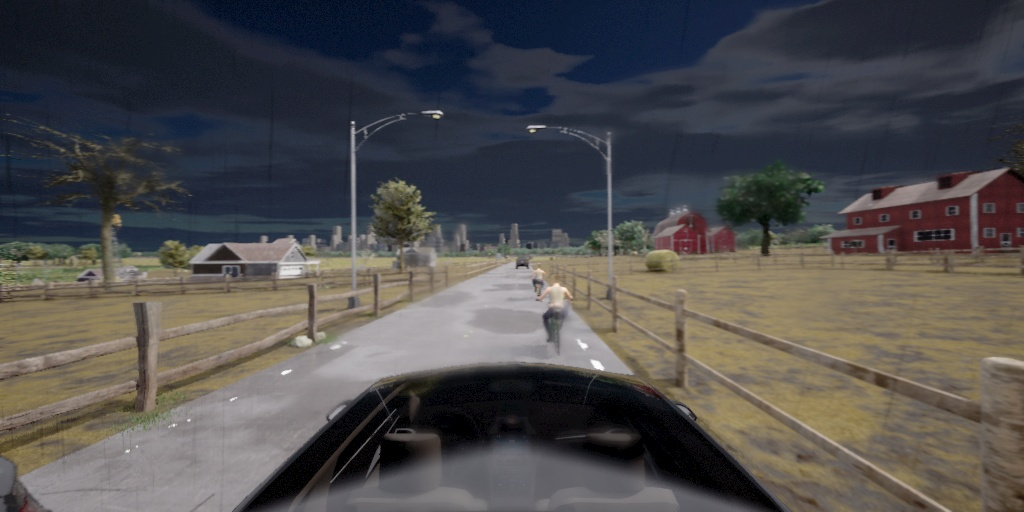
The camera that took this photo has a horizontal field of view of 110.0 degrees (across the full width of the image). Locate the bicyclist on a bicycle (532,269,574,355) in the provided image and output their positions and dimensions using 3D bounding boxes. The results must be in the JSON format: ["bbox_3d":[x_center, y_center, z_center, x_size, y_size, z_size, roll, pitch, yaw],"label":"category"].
[{"bbox_3d":[0.937,1.182,7.700,0.866,1.612,1.509,0,0,2],"label":"bicyclist on a bicycle"}]

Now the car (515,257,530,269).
[{"bbox_3d":[1.762,1.127,60.562,2.150,2.045,5.566,0,0,2],"label":"car"}]

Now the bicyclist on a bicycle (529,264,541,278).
[{"bbox_3d":[1.232,1.191,16.632,0.866,1.612,1.509,0,0,1],"label":"bicyclist on a bicycle"}]
